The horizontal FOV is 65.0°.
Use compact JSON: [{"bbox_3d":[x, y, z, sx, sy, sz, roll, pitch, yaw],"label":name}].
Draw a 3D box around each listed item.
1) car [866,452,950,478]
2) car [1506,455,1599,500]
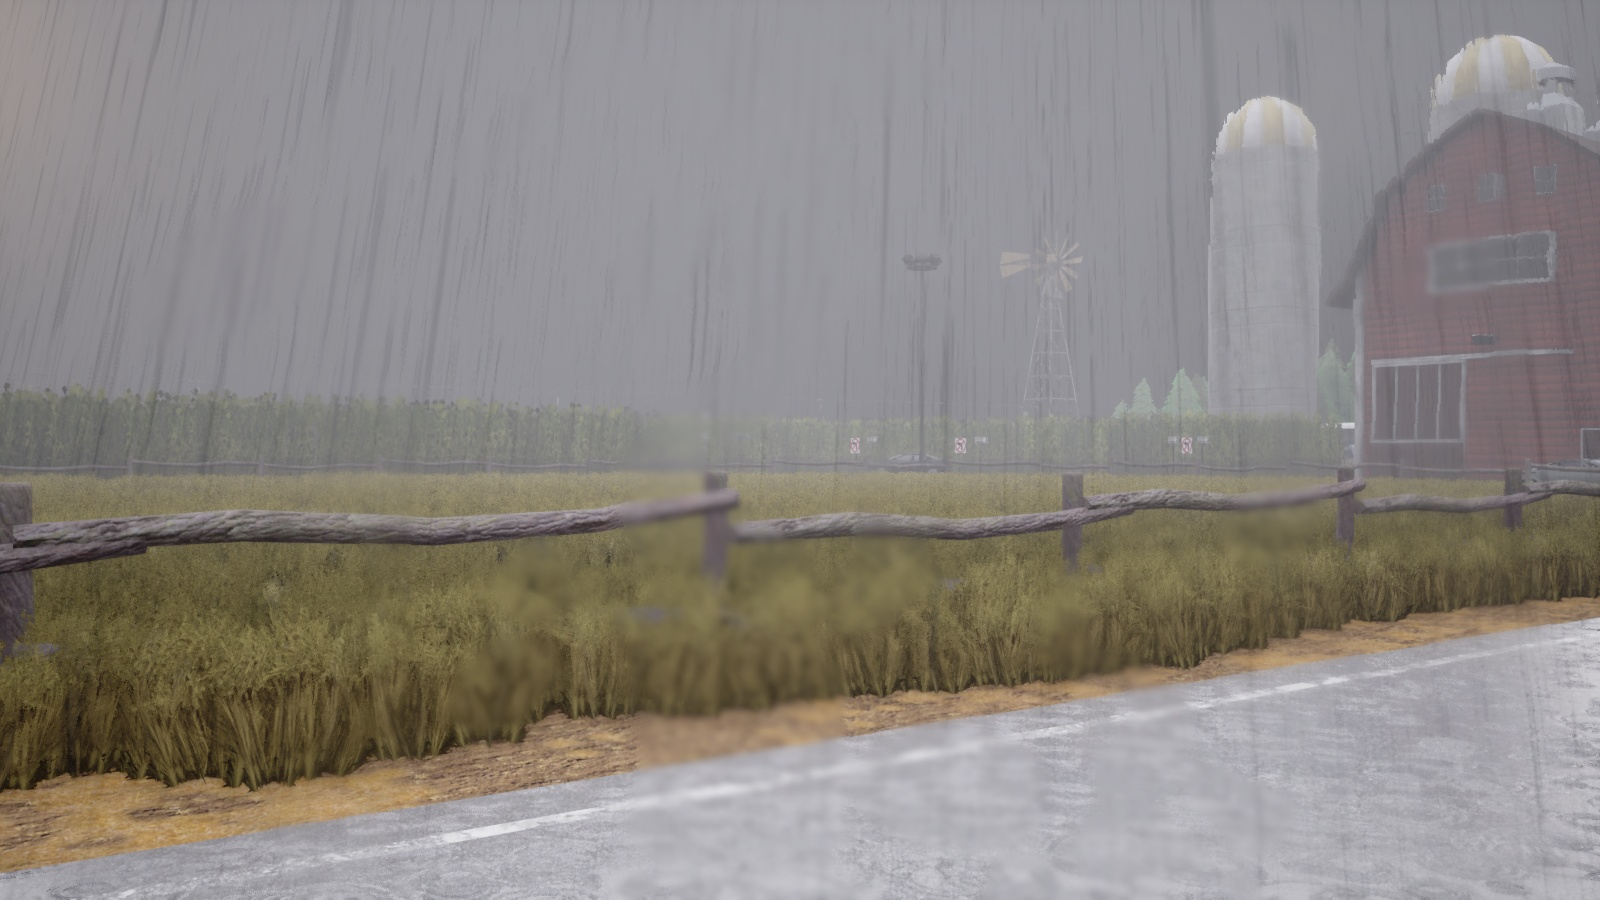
[{"bbox_3d":[6.564,0.895,76.128,5.008,1.535,1.882,0,0,9],"label":"car"},{"bbox_3d":[24.977,0.853,39.727,1.994,1.385,4.181,0,0,-39],"label":"car"}]
